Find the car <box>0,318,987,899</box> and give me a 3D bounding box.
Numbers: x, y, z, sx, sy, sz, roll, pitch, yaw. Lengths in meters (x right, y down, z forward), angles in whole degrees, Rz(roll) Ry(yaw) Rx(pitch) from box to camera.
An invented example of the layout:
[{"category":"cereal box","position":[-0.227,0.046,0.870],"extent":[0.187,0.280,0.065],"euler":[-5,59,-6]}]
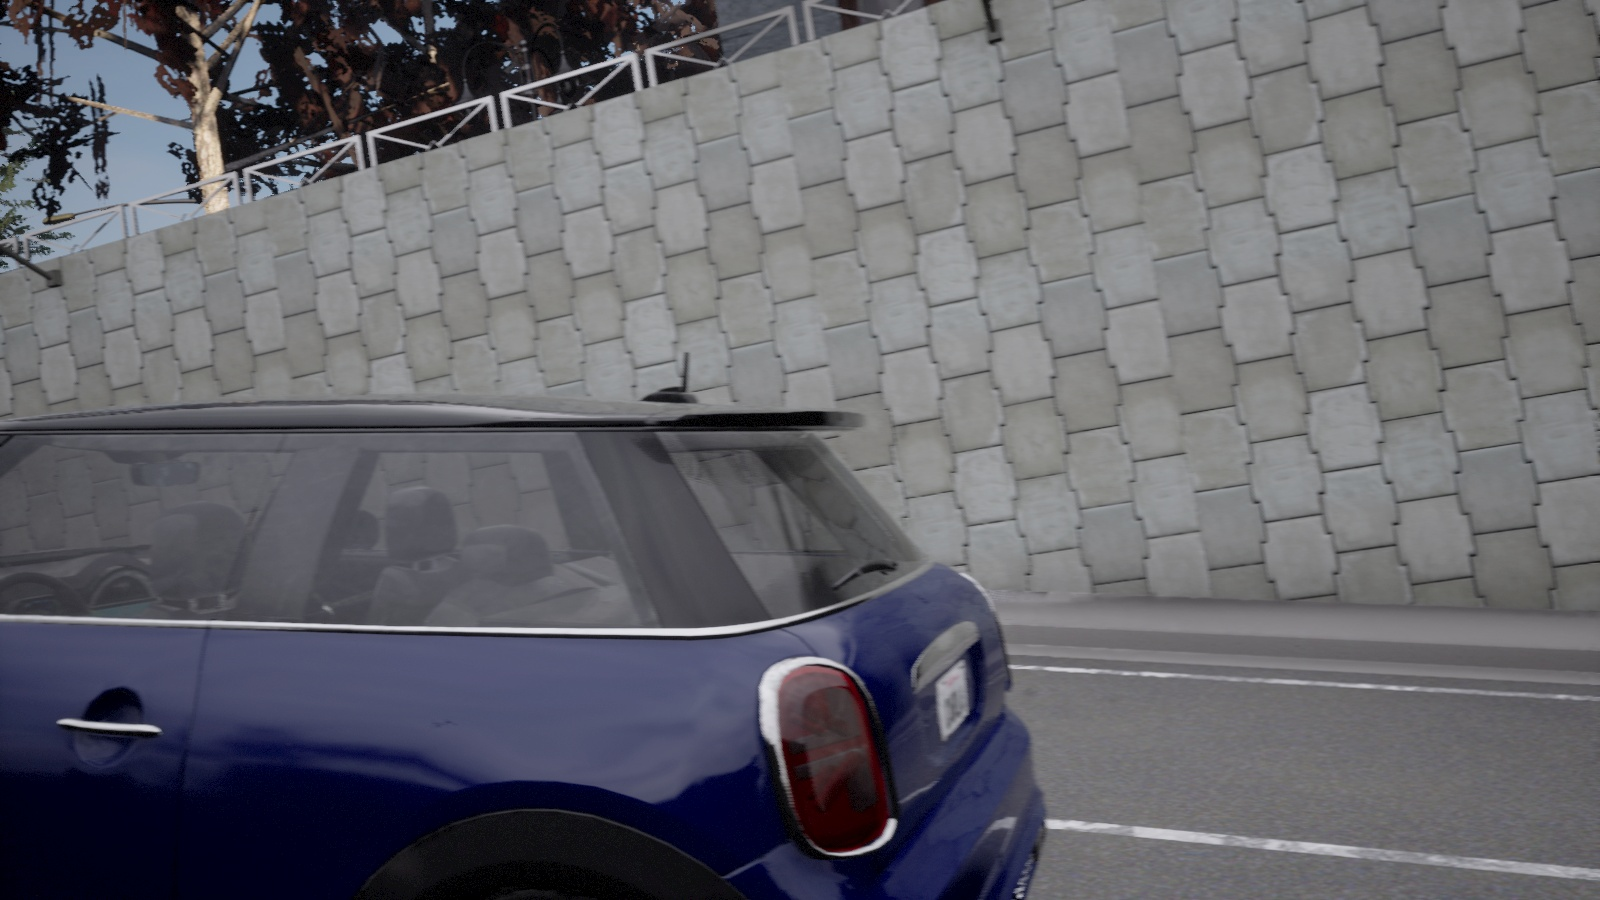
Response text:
[{"category":"car","position":[-1.887,0.634,3.826],"extent":[4.553,1.767,2.097],"euler":[0,1,19]}]
